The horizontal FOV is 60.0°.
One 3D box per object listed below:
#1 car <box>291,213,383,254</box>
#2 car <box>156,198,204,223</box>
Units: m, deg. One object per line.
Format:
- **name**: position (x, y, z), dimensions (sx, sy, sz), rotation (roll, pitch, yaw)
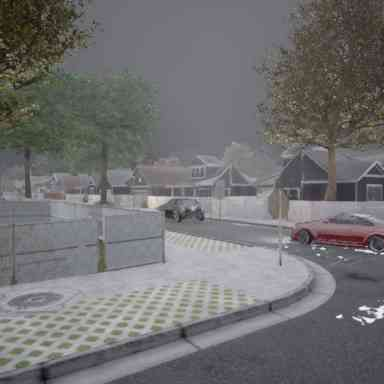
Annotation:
- **car**: position (6.252, 1.539, 13.593), dimensions (4.181, 1.385, 1.994), rotation (0, 1, 42)
- **car**: position (-1.012, 1.244, 25.183), dimensions (2.097, 1.767, 4.553), rotation (-1, 1, -30)
